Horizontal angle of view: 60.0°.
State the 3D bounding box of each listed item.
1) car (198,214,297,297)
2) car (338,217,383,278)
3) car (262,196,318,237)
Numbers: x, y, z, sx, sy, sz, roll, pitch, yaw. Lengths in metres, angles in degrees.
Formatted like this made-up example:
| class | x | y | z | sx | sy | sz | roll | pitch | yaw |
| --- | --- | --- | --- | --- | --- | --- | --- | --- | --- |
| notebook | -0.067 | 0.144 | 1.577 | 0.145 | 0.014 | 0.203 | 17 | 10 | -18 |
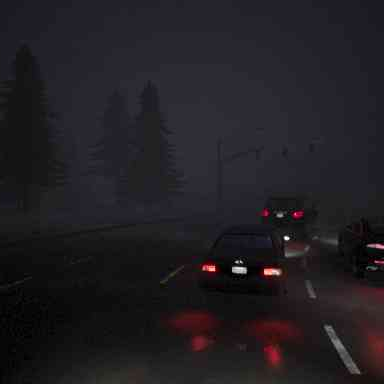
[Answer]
| class | x | y | z | sx | sy | sz | roll | pitch | yaw |
| --- | --- | --- | --- | --- | --- | --- | --- | --- | --- |
| car | 1.547 | 1.547 | 8.817 | 2.033 | 1.411 | 5.357 | 0 | 0 | 15 |
| car | 5.562 | 1.492 | 9.867 | 2.128 | 1.511 | 4.902 | 0 | 0 | 17 |
| car | 5.486 | 1.221 | 18.265 | 2.150 | 2.045 | 5.566 | 0 | 0 | 28 |
